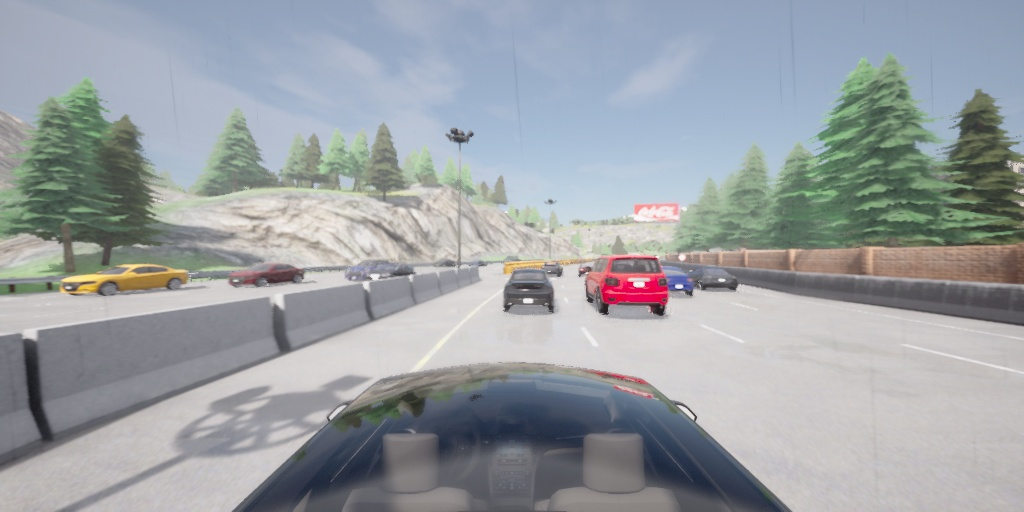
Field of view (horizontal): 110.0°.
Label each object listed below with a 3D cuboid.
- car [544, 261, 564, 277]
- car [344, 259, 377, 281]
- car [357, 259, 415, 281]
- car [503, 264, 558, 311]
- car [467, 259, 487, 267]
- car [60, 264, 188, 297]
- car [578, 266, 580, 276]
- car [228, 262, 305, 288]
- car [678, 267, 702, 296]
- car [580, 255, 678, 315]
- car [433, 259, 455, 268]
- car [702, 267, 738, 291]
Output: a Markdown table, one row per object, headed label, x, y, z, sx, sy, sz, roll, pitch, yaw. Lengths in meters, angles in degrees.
| label | x | y | z | sx | sy | sz | roll | pitch | yaw |
| --- | --- | --- | --- | --- | --- | --- | --- | --- | --- |
| car | 4.068 | 1.252 | 35.925 | 2.128 | 1.511 | 4.902 | 0 | 0 | 13 |
| car | -11.658 | 1.078 | 29.522 | 2.097 | 1.767 | 4.553 | 0 | 0 | 10 |
| car | -8.670 | 1.224 | 25.975 | 2.128 | 1.511 | 4.902 | 0 | 0 | 9 |
| car | 0.720 | 1.257 | 14.424 | 1.837 | 1.490 | 4.892 | 0 | 0 | 4 |
| car | -6.191 | 1.287 | 63.751 | 2.033 | 1.411 | 5.357 | 0 | 0 | 19 |
| car | -20.129 | 1.186 | 18.956 | 1.882 | 1.535 | 5.008 | 0 | 0 | 6 |
| car | 7.841 | 1.369 | 36.812 | 1.895 | 1.301 | 4.718 | 0 | 0 | 13 |
| car | -16.056 | 1.195 | 23.736 | 1.882 | 1.535 | 5.008 | 0 | 0 | 8 |
| car | 8.272 | 1.294 | 19.427 | 1.812 | 1.442 | 4.674 | 0 | 0 | 7 |
| car | 4.160 | 0.981 | 13.834 | 2.150 | 2.045 | 5.566 | 0 | 0 | 4 |
| car | -11.235 | 1.206 | 59.582 | 1.882 | 1.535 | 5.008 | 0 | 0 | 18 |
| car | 12.198 | 1.341 | 22.356 | 1.994 | 1.385 | 4.181 | 0 | 0 | 8 |
